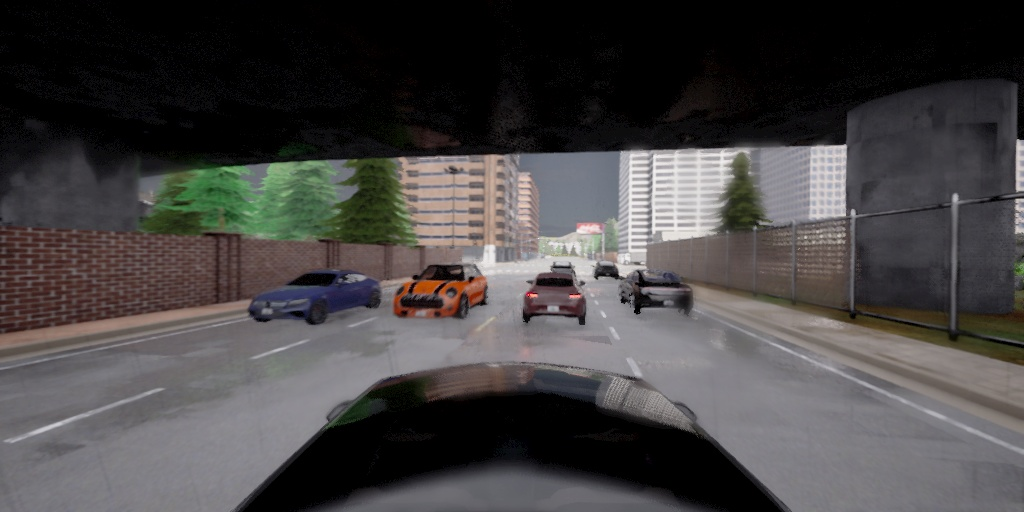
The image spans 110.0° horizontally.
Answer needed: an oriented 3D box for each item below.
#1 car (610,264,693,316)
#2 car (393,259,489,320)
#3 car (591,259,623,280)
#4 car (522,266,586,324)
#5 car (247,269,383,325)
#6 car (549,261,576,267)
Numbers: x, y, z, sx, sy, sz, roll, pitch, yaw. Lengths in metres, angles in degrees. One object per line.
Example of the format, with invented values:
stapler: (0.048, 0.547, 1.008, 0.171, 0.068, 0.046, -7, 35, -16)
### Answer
car: (5.232, 1.239, 13.551, 2.128, 1.511, 4.902, 1, 0, 8)
car: (-2.214, 1.020, 12.314, 2.097, 1.767, 4.553, 1, 0, 9)
car: (7.828, 1.192, 30.305, 1.837, 1.490, 4.892, 1, 0, 9)
car: (1.426, 1.239, 11.782, 1.812, 1.442, 4.674, 1, 0, 8)
car: (-5.894, 1.158, 11.474, 1.812, 1.442, 4.674, 1, 0, 9)
car: (3.919, 1.147, 27.964, 2.128, 1.511, 4.902, 1, 0, 9)
